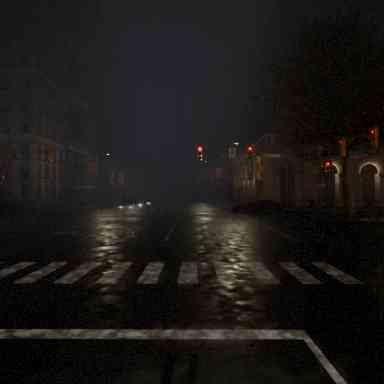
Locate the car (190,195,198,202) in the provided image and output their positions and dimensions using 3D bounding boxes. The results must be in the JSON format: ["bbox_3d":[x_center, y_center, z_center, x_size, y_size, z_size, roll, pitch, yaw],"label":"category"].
[{"bbox_3d":[0.389,1.450,78.626,2.128,1.511,4.902,0,0,1],"label":"car"}]

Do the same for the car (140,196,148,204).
[{"bbox_3d":[-10.332,1.601,64.776,1.895,1.301,4.718,0,0,1],"label":"car"}]

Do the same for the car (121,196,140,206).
[{"bbox_3d":[-10.408,1.478,55.152,1.882,1.535,5.008,0,0,1],"label":"car"}]

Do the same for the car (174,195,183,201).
[{"bbox_3d":[-3.110,1.449,78.671,2.128,1.511,4.902,0,0,1],"label":"car"}]

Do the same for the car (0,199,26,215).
[{"bbox_3d":[-19.272,1.477,33.113,5.008,1.535,1.882,0,0,0],"label":"car"}]

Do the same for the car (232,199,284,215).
[{"bbox_3d":[6.482,1.477,32.897,5.008,1.535,1.882,0,0,0],"label":"car"}]

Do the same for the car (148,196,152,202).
[{"bbox_3d":[-10.160,1.595,74.937,1.895,1.301,4.718,0,0,1],"label":"car"}]
